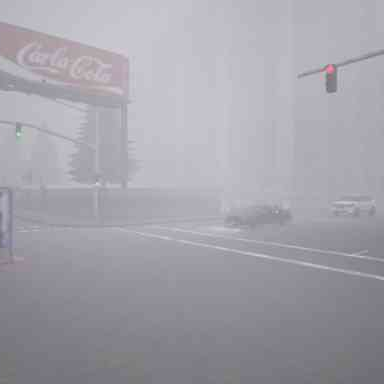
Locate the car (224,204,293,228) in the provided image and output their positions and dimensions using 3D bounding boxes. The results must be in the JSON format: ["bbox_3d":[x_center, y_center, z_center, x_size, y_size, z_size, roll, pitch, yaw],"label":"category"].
[{"bbox_3d":[4.628,1.547,22.458,5.357,1.411,2.033,0,0,-39],"label":"car"}]

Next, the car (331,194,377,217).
[{"bbox_3d":[15.235,1.219,31.193,5.566,2.045,2.150,0,0,-39],"label":"car"}]

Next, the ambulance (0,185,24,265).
[{"bbox_3d":[-7.613,1.031,7.707,6.366,2.431,2.351,0,0,-39],"label":"ambulance"}]
